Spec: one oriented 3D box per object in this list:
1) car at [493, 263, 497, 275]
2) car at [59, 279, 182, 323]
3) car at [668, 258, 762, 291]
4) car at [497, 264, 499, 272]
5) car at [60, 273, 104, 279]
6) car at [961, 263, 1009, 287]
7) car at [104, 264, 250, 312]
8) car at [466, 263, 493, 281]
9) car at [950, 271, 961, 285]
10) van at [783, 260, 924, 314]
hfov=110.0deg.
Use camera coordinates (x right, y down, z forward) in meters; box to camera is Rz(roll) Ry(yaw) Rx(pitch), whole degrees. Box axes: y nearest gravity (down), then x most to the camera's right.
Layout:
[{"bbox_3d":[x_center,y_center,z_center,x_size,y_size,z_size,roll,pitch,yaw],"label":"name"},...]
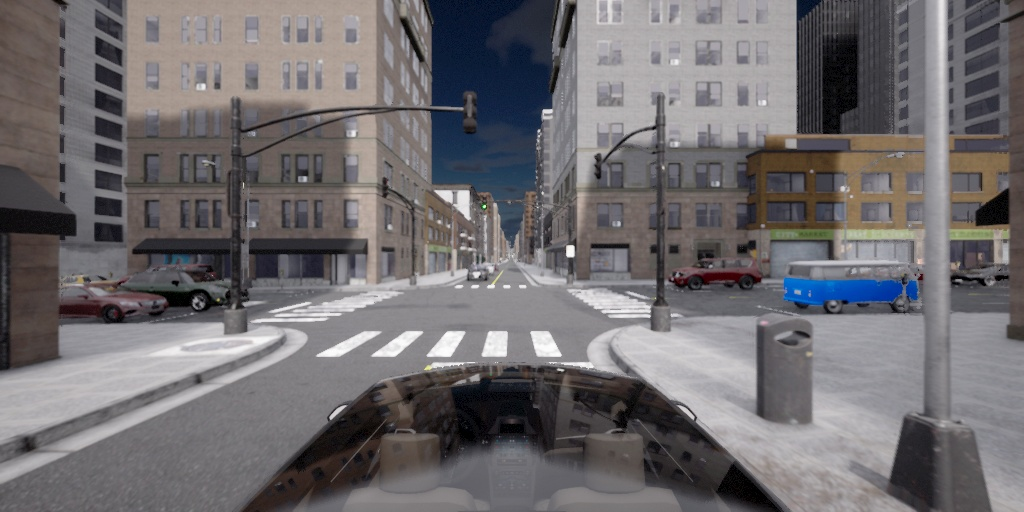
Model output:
[{"bbox_3d":[-3.108,1.632,43.414,1.812,1.442,4.674,0,0,0],"label":"car"},{"bbox_3d":[-14.822,1.618,12.807,4.207,1.307,1.802,0,0,0],"label":"car"},{"bbox_3d":[12.089,1.033,21.412,5.009,1.841,2.192,0,0,0],"label":"car"},{"bbox_3d":[-3.097,1.797,56.955,1.994,1.385,4.181,0,0,0],"label":"car"},{"bbox_3d":[-26.026,1.711,21.300,4.829,1.417,1.751,0,0,0],"label":"car"},{"bbox_3d":[28.917,1.078,21.461,4.313,1.339,1.948,0,0,0],"label":"car"},{"bbox_3d":[-14.014,1.382,15.458,4.553,1.767,2.097,-1,0,0],"label":"car"},{"bbox_3d":[-3.121,1.506,33.408,2.128,1.511,4.902,0,-1,-1],"label":"car"},{"bbox_3d":[23.307,1.126,21.445,4.507,1.381,1.888,0,0,0],"label":"car"},{"bbox_3d":[12.115,1.049,12.886,3.998,1.789,1.690,0,0,0],"label":"van"}]
